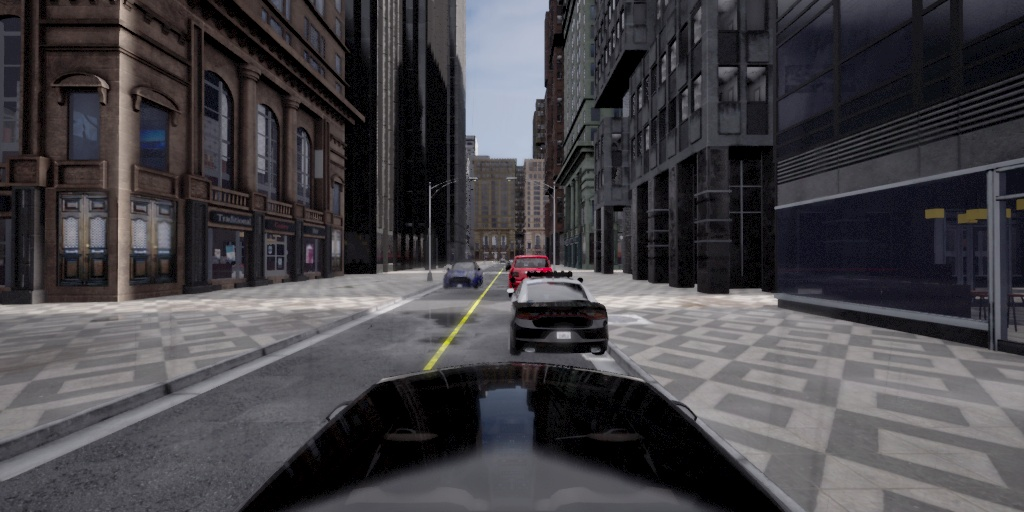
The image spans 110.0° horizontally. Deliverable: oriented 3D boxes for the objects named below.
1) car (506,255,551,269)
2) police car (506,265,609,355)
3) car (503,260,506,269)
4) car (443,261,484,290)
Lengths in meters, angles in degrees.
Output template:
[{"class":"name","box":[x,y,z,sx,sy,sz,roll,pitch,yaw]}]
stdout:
[{"class":"car","box":[0.912,0.985,18.753,2.150,2.045,5.566,0,0,0]},{"class":"police car","box":[0.904,1.178,8.832,1.930,1.638,5.238,0,0,0]},{"class":"car","box":[0.083,1.413,48.535,1.895,1.301,4.718,0,0,1]},{"class":"car","box":[-2.987,1.117,22.695,2.097,1.767,4.553,0,0,0]}]
